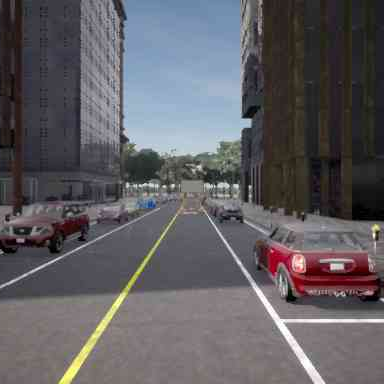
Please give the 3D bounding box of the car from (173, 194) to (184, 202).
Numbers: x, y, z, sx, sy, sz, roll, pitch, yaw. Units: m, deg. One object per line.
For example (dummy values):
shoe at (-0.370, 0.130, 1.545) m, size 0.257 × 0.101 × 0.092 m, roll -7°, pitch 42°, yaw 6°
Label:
car at (-3.000, 1.523, 76.150) m, size 1.837 × 1.490 × 4.892 m, roll 0°, pitch 0°, yaw 0°

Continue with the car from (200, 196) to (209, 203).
car at (2.762, 1.567, 73.517) m, size 1.887 × 1.381 × 4.507 m, roll 0°, pitch 0°, yaw 0°

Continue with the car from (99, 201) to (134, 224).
car at (-5.763, 1.584, 24.578) m, size 1.802 × 1.307 × 4.206 m, roll 0°, pitch 0°, yaw 0°

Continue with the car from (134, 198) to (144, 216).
car at (-5.763, 1.528, 29.846) m, size 1.752 × 1.417 × 4.829 m, roll 0°, pitch 0°, yaw 0°

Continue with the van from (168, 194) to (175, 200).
van at (-5.764, 1.381, 95.267) m, size 1.690 × 1.788 × 3.998 m, roll 0°, pitch 0°, yaw 0°

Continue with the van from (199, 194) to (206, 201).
van at (2.761, 1.376, 89.829) m, size 1.690 × 1.788 × 3.998 m, roll 0°, pitch 0°, yaw 0°

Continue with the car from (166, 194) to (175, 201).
car at (-5.764, 1.475, 89.829) m, size 1.967 × 1.590 × 4.097 m, roll 0°, pitch 0°, yaw 0°

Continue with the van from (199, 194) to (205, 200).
van at (2.761, 1.381, 95.267) m, size 1.690 × 1.788 × 3.998 m, roll 0°, pitch 0°, yaw 0°

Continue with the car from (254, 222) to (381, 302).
car at (2.762, 1.440, 8.266) m, size 1.967 × 1.590 × 4.097 m, roll 0°, pitch 0°, yaw 0°

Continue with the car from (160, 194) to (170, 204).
car at (-5.763, 1.581, 62.641) m, size 1.947 × 1.339 × 4.313 m, roll 0°, pitch 0°, yaw 0°

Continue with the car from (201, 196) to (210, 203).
car at (2.762, 1.544, 68.249) m, size 1.752 × 1.417 × 4.829 m, roll 0°, pitch 0°, yaw 0°

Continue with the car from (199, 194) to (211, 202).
car at (2.761, 1.327, 57.204) m, size 2.192 × 1.841 × 5.009 m, roll 0°, pitch 0°, yaw 0°

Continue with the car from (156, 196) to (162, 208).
car at (-5.763, 1.558, 46.329) m, size 2.008 × 1.369 × 4.403 m, roll 0°, pitch 0°, yaw 0°

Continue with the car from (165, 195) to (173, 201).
car at (-5.764, 1.556, 84.222) m, size 1.752 × 1.417 × 4.829 m, roll 0°, pitch 0°, yaw 0°

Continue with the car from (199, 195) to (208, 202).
car at (2.761, 1.466, 78.954) m, size 1.967 × 1.590 × 4.097 m, roll 0°, pitch 0°, yaw 0°

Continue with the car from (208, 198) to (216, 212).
car at (2.762, 1.548, 30.016) m, size 1.887 × 1.381 × 4.507 m, roll 0°, pitch 0°, yaw 0°

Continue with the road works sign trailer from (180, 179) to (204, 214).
road works sign trailer at (0.000, 0.468, 34.158) m, size 2.380 × 3.560 × 2.880 m, roll 0°, pitch 0°, yaw 0°

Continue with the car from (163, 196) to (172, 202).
car at (-5.764, 1.592, 78.954) m, size 1.947 × 1.339 × 4.313 m, roll 0°, pitch 0°, yaw 0°

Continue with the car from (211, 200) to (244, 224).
car at (2.762, 1.552, 24.578) m, size 2.008 × 1.369 × 4.403 m, roll 0°, pitch 0°, yaw 0°

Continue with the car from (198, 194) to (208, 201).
car at (2.761, 1.346, 84.392) m, size 2.192 × 1.841 × 5.009 m, roll 0°, pitch 0°, yaw 0°

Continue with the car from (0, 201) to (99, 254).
car at (-5.763, 1.315, 13.703) m, size 2.192 × 1.841 × 5.009 m, roll 0°, pitch 0°, yaw 0°

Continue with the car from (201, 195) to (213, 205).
car at (2.762, 1.535, 51.936) m, size 1.752 × 1.417 × 4.829 m, roll 0°, pitch 0°, yaw 0°

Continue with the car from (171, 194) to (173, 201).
car at (-5.764, 1.547, 73.347) m, size 1.752 × 1.417 × 4.829 m, roll 0°, pitch 0°, yaw 0°

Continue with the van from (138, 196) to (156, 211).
van at (-5.764, 1.347, 40.891) m, size 1.690 × 1.788 × 3.998 m, roll 0°, pitch 0°, yaw 0°

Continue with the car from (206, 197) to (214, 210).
car at (2.762, 1.549, 35.454) m, size 1.887 × 1.381 × 4.507 m, roll 0°, pitch 0°, yaw 0°

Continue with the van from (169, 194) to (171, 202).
van at (-5.764, 1.360, 68.079) m, size 1.690 × 1.788 × 3.998 m, roll 0°, pitch 0°, yaw 0°

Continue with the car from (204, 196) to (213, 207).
car at (2.762, 1.531, 41.061) m, size 1.752 × 1.417 × 4.829 m, roll 0°, pitch 0°, yaw 0°
